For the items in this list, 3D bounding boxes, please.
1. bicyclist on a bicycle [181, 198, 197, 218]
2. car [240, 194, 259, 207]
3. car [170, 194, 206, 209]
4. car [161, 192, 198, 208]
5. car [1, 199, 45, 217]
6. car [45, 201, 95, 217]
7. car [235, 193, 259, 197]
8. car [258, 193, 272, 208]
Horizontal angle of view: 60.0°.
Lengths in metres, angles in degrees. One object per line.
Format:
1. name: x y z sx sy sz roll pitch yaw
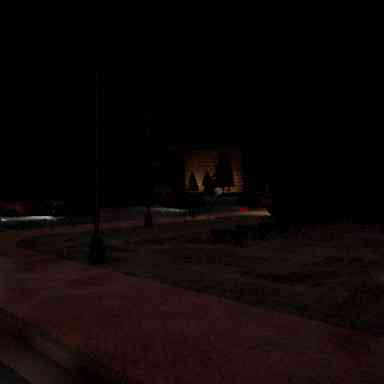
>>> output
1. bicyclist on a bicycle: -0.264 1.297 26.744 1.656 1.620 0.582 0 0 40
2. car: 9.121 1.500 50.010 1.837 1.490 4.892 0 0 41
3. car: -0.150 1.472 44.665 1.882 1.535 5.008 0 0 40
4. car: -1.962 1.215 47.943 2.150 2.045 5.566 0 0 40
5. car: -15.754 1.472 31.627 1.882 1.535 5.008 0 0 40
6. car: -11.219 1.558 31.569 1.994 1.385 4.181 0 0 40
7. car: 9.859 1.204 56.375 1.895 1.301 4.718 0 0 40
8. car: 12.014 1.348 48.004 2.097 1.767 4.553 0 0 41
